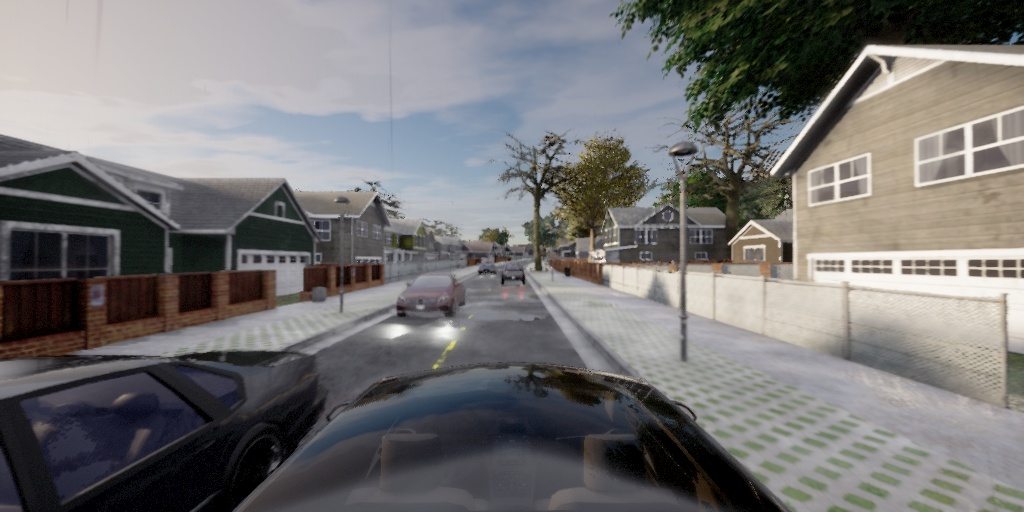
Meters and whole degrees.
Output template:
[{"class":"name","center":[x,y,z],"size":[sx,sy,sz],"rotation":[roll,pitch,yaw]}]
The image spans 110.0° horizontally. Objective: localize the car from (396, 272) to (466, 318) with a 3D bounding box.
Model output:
[{"class":"car","center":[-2.839,1.337,13.467],"size":[1.812,1.442,4.674],"rotation":[0,0,0]}]

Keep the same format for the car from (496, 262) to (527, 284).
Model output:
[{"class":"car","center":[0.096,1.356,27.930],"size":[2.128,1.511,4.902],"rotation":[0,0,0]}]

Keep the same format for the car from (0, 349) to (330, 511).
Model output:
[{"class":"car","center":[-2.844,1.296,1.436],"size":[2.033,1.411,5.357],"rotation":[0,0,0]}]

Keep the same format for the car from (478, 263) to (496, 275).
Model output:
[{"class":"car","center":[-2.809,1.463,41.605],"size":[1.994,1.385,4.181],"rotation":[0,0,0]}]
